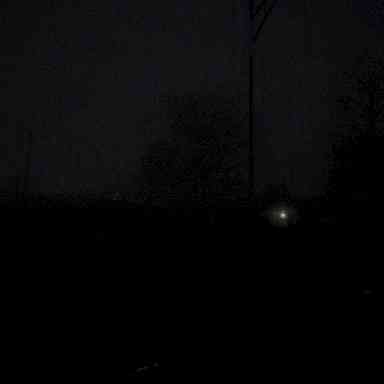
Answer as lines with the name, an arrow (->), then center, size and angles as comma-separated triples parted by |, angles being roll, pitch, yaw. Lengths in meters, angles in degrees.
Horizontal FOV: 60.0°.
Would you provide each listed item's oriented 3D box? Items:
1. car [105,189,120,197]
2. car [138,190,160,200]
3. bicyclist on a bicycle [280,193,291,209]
car -> -15.057, 0.212, 63.571 | 1.812, 1.442, 4.674 | -1, 2, -35
car -> -6.677, 0.490, 51.812 | 2.128, 1.511, 4.902 | -1, 2, -35
bicyclist on a bicycle -> 9.606, 0.950, 34.184 | 1.656, 1.620, 0.582 | 0, 1, -35
